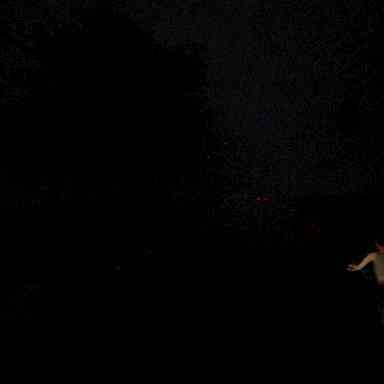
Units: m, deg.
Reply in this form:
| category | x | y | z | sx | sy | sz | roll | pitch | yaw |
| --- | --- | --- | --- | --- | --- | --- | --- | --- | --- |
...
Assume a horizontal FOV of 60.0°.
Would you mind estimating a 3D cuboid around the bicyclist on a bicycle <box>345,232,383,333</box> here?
| category | x | y | z | sx | sy | sz | roll | pitch | yaw |
| --- | --- | --- | --- | --- | --- | --- | --- | --- | --- |
| bicyclist on a bicycle | 2.756 | 1.374 | 4.863 | 0.866 | 1.612 | 1.509 | -2 | 0 | 14 |

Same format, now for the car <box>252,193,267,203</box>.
| category | x | y | z | sx | sy | sz | roll | pitch | yaw |
| --- | --- | --- | --- | --- | --- | --- | --- | --- | --- |
| car | 12.122 | 1.154 | 58.506 | 2.033 | 1.411 | 5.357 | -1 | 0 | 8 |

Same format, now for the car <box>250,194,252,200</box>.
| category | x | y | z | sx | sy | sz | roll | pitch | yaw |
| --- | --- | --- | --- | --- | --- | --- | --- | --- | --- |
| car | 13.706 | 1.014 | 72.492 | 2.033 | 1.411 | 5.357 | -1 | 1 | 5 |

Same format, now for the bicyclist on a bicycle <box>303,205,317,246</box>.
| category | x | y | z | sx | sy | sz | roll | pitch | yaw |
| --- | --- | --- | --- | --- | --- | --- | --- | --- | --- |
| bicyclist on a bicycle | 4.888 | 1.353 | 13.734 | 0.582 | 1.620 | 1.656 | -2 | 0 | 13 |
